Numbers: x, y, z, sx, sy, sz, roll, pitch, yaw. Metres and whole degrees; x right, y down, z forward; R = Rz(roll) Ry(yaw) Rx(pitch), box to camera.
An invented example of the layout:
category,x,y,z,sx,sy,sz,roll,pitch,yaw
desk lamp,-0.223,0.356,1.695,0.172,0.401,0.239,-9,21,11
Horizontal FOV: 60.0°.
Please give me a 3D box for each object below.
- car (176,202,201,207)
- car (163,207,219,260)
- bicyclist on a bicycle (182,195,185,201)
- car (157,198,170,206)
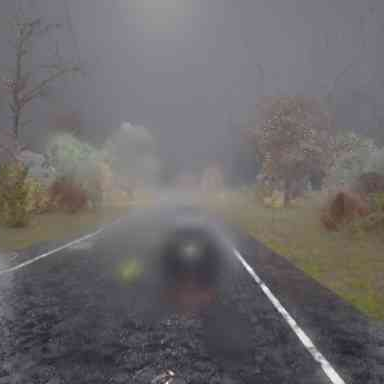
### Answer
category,x,y,z,sx,sy,sz,roll,pitch,yaw
car,-0.293,1.591,27.698,1.837,1.490,4.892,0,0,-1
car,-0.043,1.545,12.677,1.837,1.490,4.892,0,0,0
bicyclist on a bicycle,-2.060,1.720,88.694,0.582,1.620,1.656,0,0,-4
car,-4.885,1.702,57.693,1.812,1.442,4.674,0,0,-2
